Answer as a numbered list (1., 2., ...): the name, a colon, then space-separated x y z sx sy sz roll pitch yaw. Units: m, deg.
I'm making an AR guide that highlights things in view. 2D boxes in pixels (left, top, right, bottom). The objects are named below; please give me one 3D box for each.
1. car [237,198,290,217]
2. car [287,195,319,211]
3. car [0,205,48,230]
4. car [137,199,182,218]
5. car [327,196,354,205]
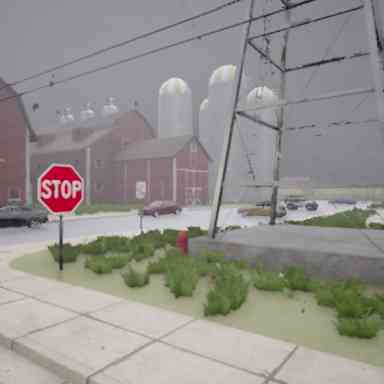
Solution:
1. car: 5.983 1.508 29.019 4.193 1.474 1.816 0 0 35
2. car: 13.212 1.316 40.413 3.866 1.878 1.905 0 0 35
3. car: -10.831 1.496 19.110 2.128 1.511 4.902 0 0 37
4. car: -2.890 1.483 30.524 1.882 1.535 5.008 0 1 35
5. car: 27.030 1.483 60.288 4.611 1.667 2.242 0 0 35
